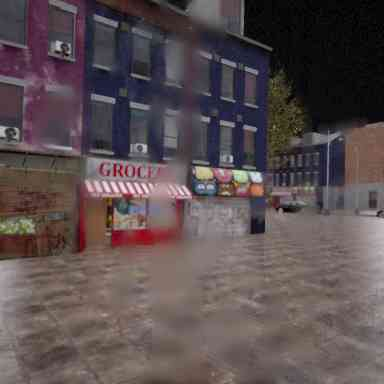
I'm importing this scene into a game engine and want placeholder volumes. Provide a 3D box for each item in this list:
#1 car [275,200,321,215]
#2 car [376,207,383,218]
[{"bbox_3d":[11.071,1.580,34.877,1.882,1.535,5.008,2,-2,-35],"label":"car"},{"bbox_3d":[17.033,1.590,26.366,1.994,1.385,4.181,2,-2,-35],"label":"car"}]
